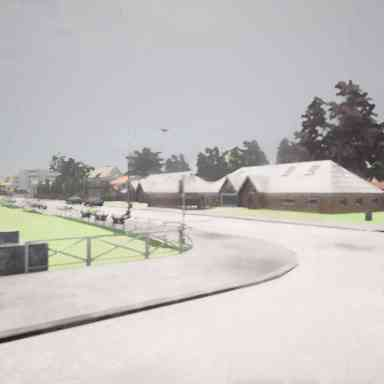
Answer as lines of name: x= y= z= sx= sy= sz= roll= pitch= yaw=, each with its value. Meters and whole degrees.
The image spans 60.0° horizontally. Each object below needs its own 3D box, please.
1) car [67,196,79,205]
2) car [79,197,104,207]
car: x=-21.470 y=1.593 z=60.894 sx=1.837 sy=1.490 sz=4.892 roll=0 pitch=0 yaw=-35
car: x=-15.578 y=1.579 z=52.626 sx=2.128 sy=1.511 sz=4.902 roll=0 pitch=0 yaw=-35
